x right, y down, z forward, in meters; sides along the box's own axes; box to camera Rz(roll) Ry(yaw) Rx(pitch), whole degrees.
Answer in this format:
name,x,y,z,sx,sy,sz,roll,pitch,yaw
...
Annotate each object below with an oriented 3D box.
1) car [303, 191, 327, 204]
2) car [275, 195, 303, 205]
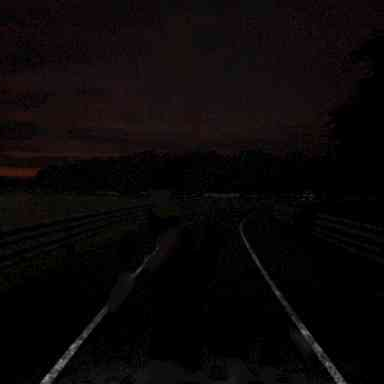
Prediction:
name,x,y,z,sx,sy,sz,roll,pitch,yaw
car,21.172,0.930,57.509,5.566,2.045,2.150,0,0,-39
car,14.303,1.177,50.063,1.882,1.535,5.008,1,0,42
